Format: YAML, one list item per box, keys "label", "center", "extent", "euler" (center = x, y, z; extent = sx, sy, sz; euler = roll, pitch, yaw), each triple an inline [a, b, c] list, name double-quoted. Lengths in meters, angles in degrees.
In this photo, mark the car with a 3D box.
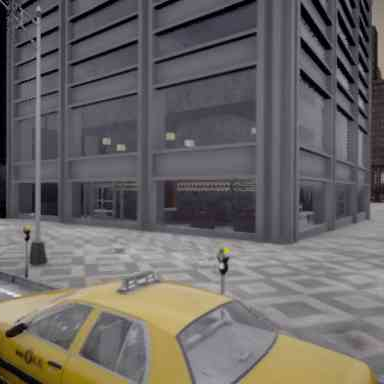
- label: "car"
  center: [-0.746, 1.518, 3.493]
  extent: [4.829, 1.417, 1.752]
  euler: [0, 0, 36]
